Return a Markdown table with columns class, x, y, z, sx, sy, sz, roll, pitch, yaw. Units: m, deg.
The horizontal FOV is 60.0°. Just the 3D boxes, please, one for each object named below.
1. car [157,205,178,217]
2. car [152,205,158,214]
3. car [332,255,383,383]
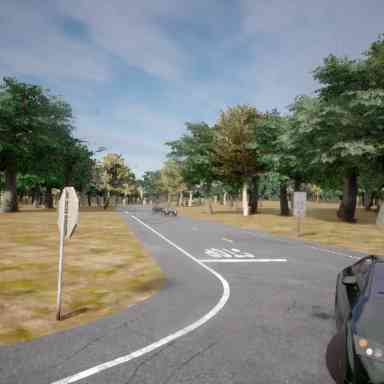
| class | x | y | z | sx | sy | sz | roll | pitch | yaw |
| --- | --- | --- | --- | --- | --- | --- | --- | --- | --- |
| car | -3.410 | 2.852 | 48.032 | 1.895 | 1.301 | 4.718 | 3 | -2 | -13 |
| car | -5.652 | 2.963 | 56.882 | 1.882 | 1.535 | 5.008 | 3 | -2 | -14 |
| car | 3.105 | 1.643 | 4.618 | 1.994 | 1.385 | 4.181 | 1 | -1 | 22 |
